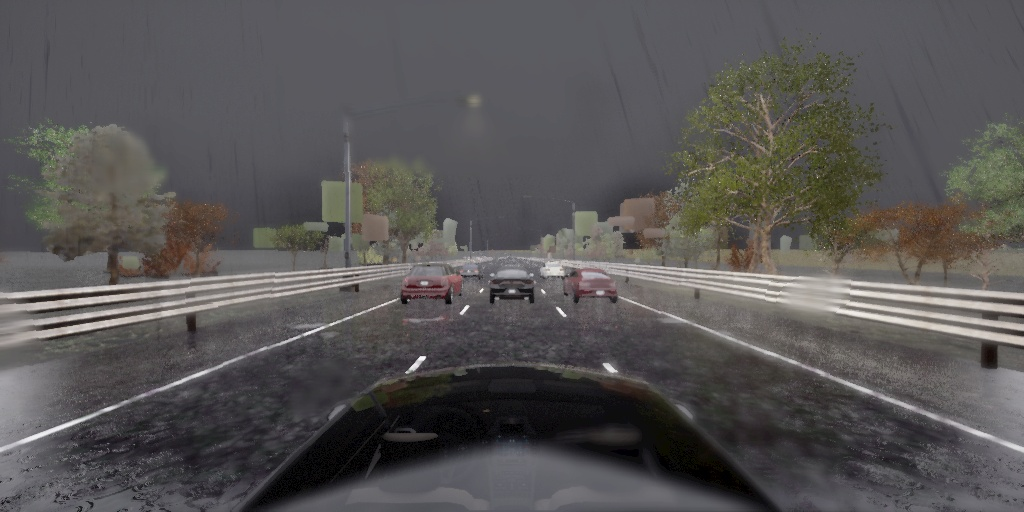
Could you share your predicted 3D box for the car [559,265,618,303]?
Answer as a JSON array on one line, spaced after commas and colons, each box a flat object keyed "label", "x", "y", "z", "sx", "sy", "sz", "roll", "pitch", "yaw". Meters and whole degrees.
[{"label": "car", "x": 3.500, "y": 1.280, "z": 16.503, "sx": 1.812, "sy": 1.442, "sz": 4.674, "roll": 0, "pitch": 0, "yaw": 0}]

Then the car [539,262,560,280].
[{"label": "car", "x": 3.500, "y": 1.282, "z": 31.505, "sx": 1.812, "sy": 1.442, "sz": 4.674, "roll": 0, "pitch": 0, "yaw": 0}]

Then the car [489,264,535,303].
[{"label": "car", "x": 0.000, "y": 1.232, "z": 16.503, "sx": 1.882, "sy": 1.535, "sz": 5.008, "roll": 0, "pitch": 0, "yaw": 0}]

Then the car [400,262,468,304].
[{"label": "car", "x": -3.500, "y": 1.113, "z": 16.473, "sx": 2.097, "sy": 1.767, "sz": 4.553, "roll": 0, "pitch": 0, "yaw": 0}]

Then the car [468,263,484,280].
[{"label": "car", "x": -3.500, "y": 1.312, "z": 31.505, "sx": 2.033, "sy": 1.411, "sz": 5.357, "roll": 0, "pitch": 0, "yaw": 0}]

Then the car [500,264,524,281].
[{"label": "car", "x": 0.000, "y": 1.365, "z": 31.535, "sx": 1.895, "sy": 1.301, "sz": 4.718, "roll": 0, "pitch": 0, "yaw": 0}]
